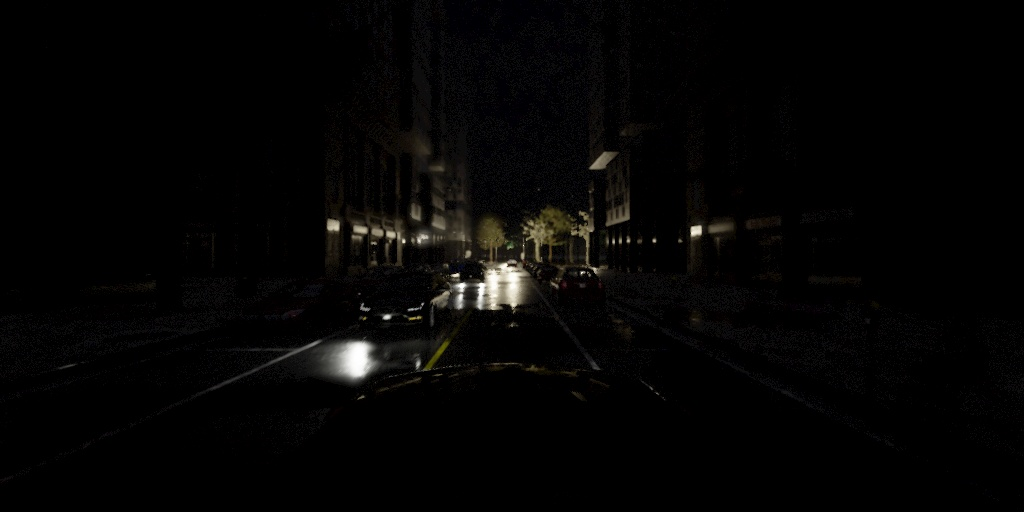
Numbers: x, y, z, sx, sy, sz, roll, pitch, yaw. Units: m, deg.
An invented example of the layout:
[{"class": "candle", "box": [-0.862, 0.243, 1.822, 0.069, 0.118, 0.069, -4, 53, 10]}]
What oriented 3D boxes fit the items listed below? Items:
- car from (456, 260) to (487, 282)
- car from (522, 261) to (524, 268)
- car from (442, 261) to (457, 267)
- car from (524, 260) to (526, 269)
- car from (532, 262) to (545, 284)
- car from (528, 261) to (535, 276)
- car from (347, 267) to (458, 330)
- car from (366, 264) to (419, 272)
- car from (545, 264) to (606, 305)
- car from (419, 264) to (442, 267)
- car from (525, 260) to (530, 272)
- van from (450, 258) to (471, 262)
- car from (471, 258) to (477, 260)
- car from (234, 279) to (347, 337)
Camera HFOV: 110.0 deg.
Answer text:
[{"class": "car", "box": [-3.041, 1.286, 28.906, 1.837, 1.490, 4.892, 0, -1, 1]}, {"class": "car", "box": [2.773, 1.386, 49.933, 2.007, 1.370, 4.403, 0, 0, 0]}, {"class": "car", "box": [-5.758, 1.326, 27.290, 2.007, 1.370, 4.403, 0, 0, 0]}, {"class": "car", "box": [2.772, 1.399, 44.264, 1.802, 1.307, 4.207, 0, 0, 0]}, {"class": "car", "box": [2.768, 1.359, 27.258, 1.802, 1.307, 4.207, 0, 0, 0]}, {"class": "car", "box": [2.769, 1.339, 32.928, 2.007, 1.370, 4.403, 0, 0, 0]}, {"class": "car", "box": [-3.075, 1.256, 11.239, 1.837, 1.490, 4.892, 0, 0, 0]}, {"class": "car", "box": [-5.760, 1.195, 15.951, 1.967, 1.591, 4.097, 0, 0, 0]}, {"class": "car", "box": [2.765, 1.197, 15.919, 1.967, 1.591, 4.097, 0, 0, 0]}, {"class": "car", "box": [-5.759, 1.204, 21.621, 1.967, 1.591, 4.097, 0, 0, 0]}, {"class": "car", "box": [2.771, 1.352, 38.596, 2.007, 1.370, 4.403, 0, 0, 0]}, {"class": "van", "box": [-5.755, 1.141, 38.629, 1.690, 1.789, 3.998, 0, 0, 0]}, {"class": "car", "box": [-5.752, 1.149, 49.965, 2.192, 1.841, 5.009, 0, 0, 0]}, {"class": "car", "box": [-5.762, 1.332, 10.284, 1.802, 1.307, 4.207, 0, 0, 0]}]
